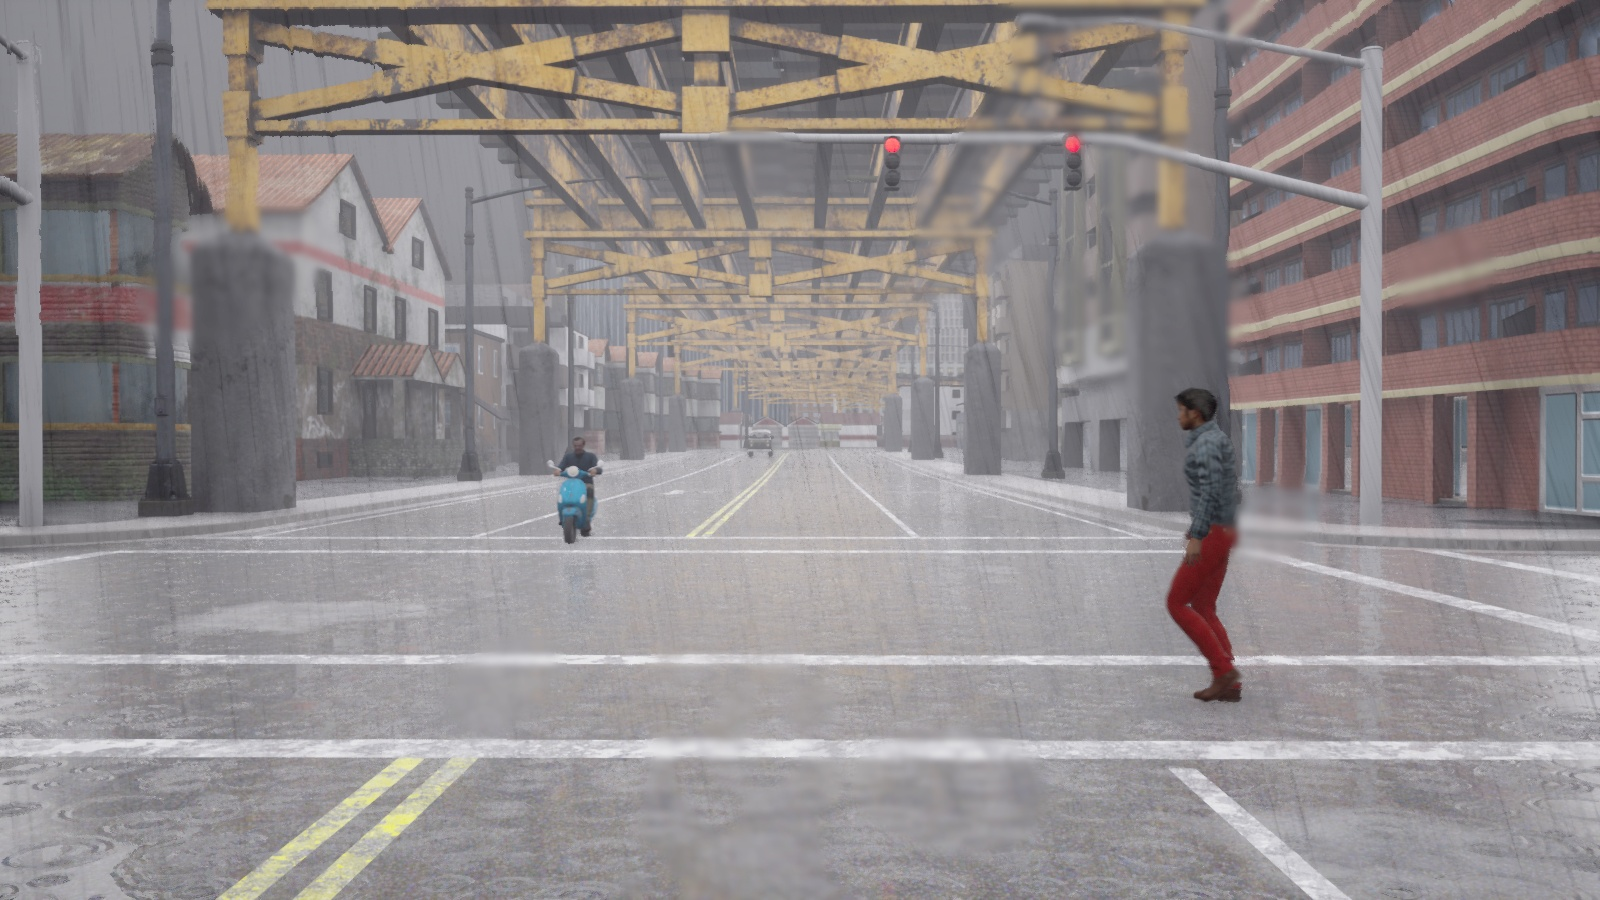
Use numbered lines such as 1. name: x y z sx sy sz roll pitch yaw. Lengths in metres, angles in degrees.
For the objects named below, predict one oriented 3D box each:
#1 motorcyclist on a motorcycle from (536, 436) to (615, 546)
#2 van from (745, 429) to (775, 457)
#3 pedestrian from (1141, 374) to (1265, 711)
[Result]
1. motorcyclist on a motorcycle: -3.381 0.589 19.082 0.866 1.590 1.817 0 0 0
2. van: -2.970 -0.521 94.440 2.069 2.038 4.480 0 1 0
3. pedestrian: 2.303 0.504 7.176 0.614 1.847 0.353 0 0 29
